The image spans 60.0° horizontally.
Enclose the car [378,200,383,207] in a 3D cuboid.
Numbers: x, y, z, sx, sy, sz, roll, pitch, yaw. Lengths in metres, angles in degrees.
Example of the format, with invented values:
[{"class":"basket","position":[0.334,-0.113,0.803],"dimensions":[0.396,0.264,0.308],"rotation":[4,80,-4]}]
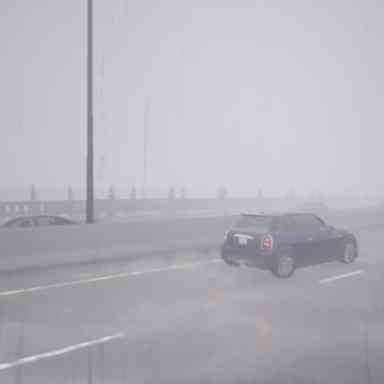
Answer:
[{"class":"car","position":[27.781,1.507,46.328],"dimensions":[4.892,1.490,1.837],"rotation":[1,0,-37]}]

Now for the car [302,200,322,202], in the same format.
[{"class":"car","position":[10.113,1.504,28.656],"dimensions":[4.892,1.490,1.837],"rotation":[0,0,-37]}]

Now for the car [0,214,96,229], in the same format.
[{"class":"car","position":[-6.145,1.547,12.505],"dimensions":[5.357,1.411,2.033],"rotation":[0,0,-36]}]

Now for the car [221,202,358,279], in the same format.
[{"class":"car","position":[3.116,1.352,10.273],"dimensions":[4.553,1.767,2.097],"rotation":[0,0,-36]}]
